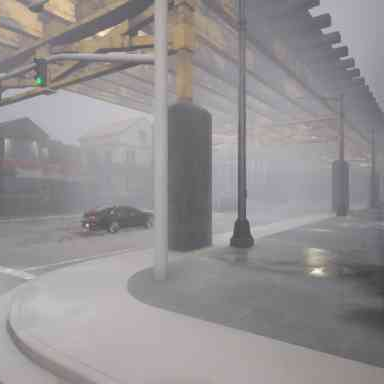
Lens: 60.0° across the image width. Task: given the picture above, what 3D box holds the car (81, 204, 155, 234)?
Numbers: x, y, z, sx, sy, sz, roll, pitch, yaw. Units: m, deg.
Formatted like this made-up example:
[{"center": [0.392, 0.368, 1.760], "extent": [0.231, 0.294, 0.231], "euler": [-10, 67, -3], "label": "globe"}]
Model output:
[{"center": [-4.140, 1.504, 19.559], "extent": [1.837, 1.490, 4.892], "euler": [0, 0, 35], "label": "car"}]

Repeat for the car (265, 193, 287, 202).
[{"center": [12.428, 0.872, 49.081], "extent": [2.097, 1.767, 4.553], "euler": [0, 0, 35], "label": "car"}]

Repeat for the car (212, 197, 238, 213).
[{"center": [3.267, 1.341, 36.270], "extent": [2.097, 1.767, 4.553], "euler": [0, 0, 35], "label": "car"}]

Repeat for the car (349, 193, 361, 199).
[{"center": [38.007, 0.998, 79.229], "extent": [2.033, 1.411, 5.357], "euler": [0, 1, 35], "label": "car"}]
